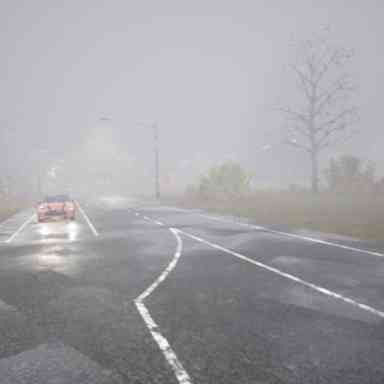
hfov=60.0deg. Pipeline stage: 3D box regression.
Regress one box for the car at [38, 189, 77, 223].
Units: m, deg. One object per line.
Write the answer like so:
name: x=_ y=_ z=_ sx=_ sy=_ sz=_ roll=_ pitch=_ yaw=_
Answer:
car: x=-8.864 y=0.923 z=21.830 sx=2.097 sy=1.767 sz=4.553 roll=-3 pitch=2 yaw=-21
